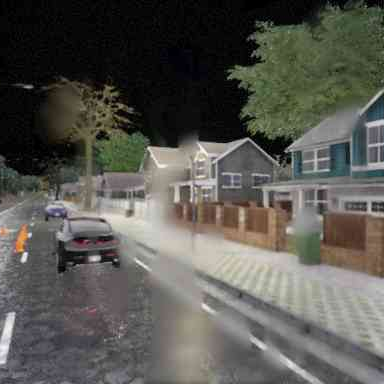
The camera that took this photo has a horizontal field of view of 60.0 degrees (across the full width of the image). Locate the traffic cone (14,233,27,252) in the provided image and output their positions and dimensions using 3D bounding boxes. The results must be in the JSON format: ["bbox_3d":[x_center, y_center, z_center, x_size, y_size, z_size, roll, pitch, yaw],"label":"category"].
[{"bbox_3d":[-6.879,2.056,13.251,0.340,0.580,0.340,0,-1,-25],"label":"traffic cone"}]

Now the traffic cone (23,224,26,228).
[{"bbox_3d":[-8.546,2.086,16.887,0.340,0.580,0.340,0,-1,-25],"label":"traffic cone"}]

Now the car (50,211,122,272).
[{"bbox_3d":[-3.684,1.598,11.361,1.837,1.490,4.892,0,-1,-25],"label":"car"}]

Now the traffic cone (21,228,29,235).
[{"bbox_3d":[-7.713,2.071,15.069,0.340,0.580,0.340,0,-1,-25],"label":"traffic cone"}]

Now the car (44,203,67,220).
[{"bbox_3d":[-12.539,1.776,30.667,1.812,1.442,4.674,0,-1,-25],"label":"car"}]
